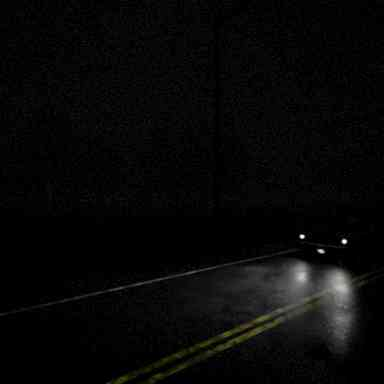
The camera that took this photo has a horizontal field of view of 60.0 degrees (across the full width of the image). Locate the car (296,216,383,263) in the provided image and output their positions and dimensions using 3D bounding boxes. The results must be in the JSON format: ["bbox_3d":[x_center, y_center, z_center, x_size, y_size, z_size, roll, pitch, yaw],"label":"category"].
[{"bbox_3d":[5.837,1.576,12.034,4.718,1.301,1.895,0,0,-39],"label":"car"}]
